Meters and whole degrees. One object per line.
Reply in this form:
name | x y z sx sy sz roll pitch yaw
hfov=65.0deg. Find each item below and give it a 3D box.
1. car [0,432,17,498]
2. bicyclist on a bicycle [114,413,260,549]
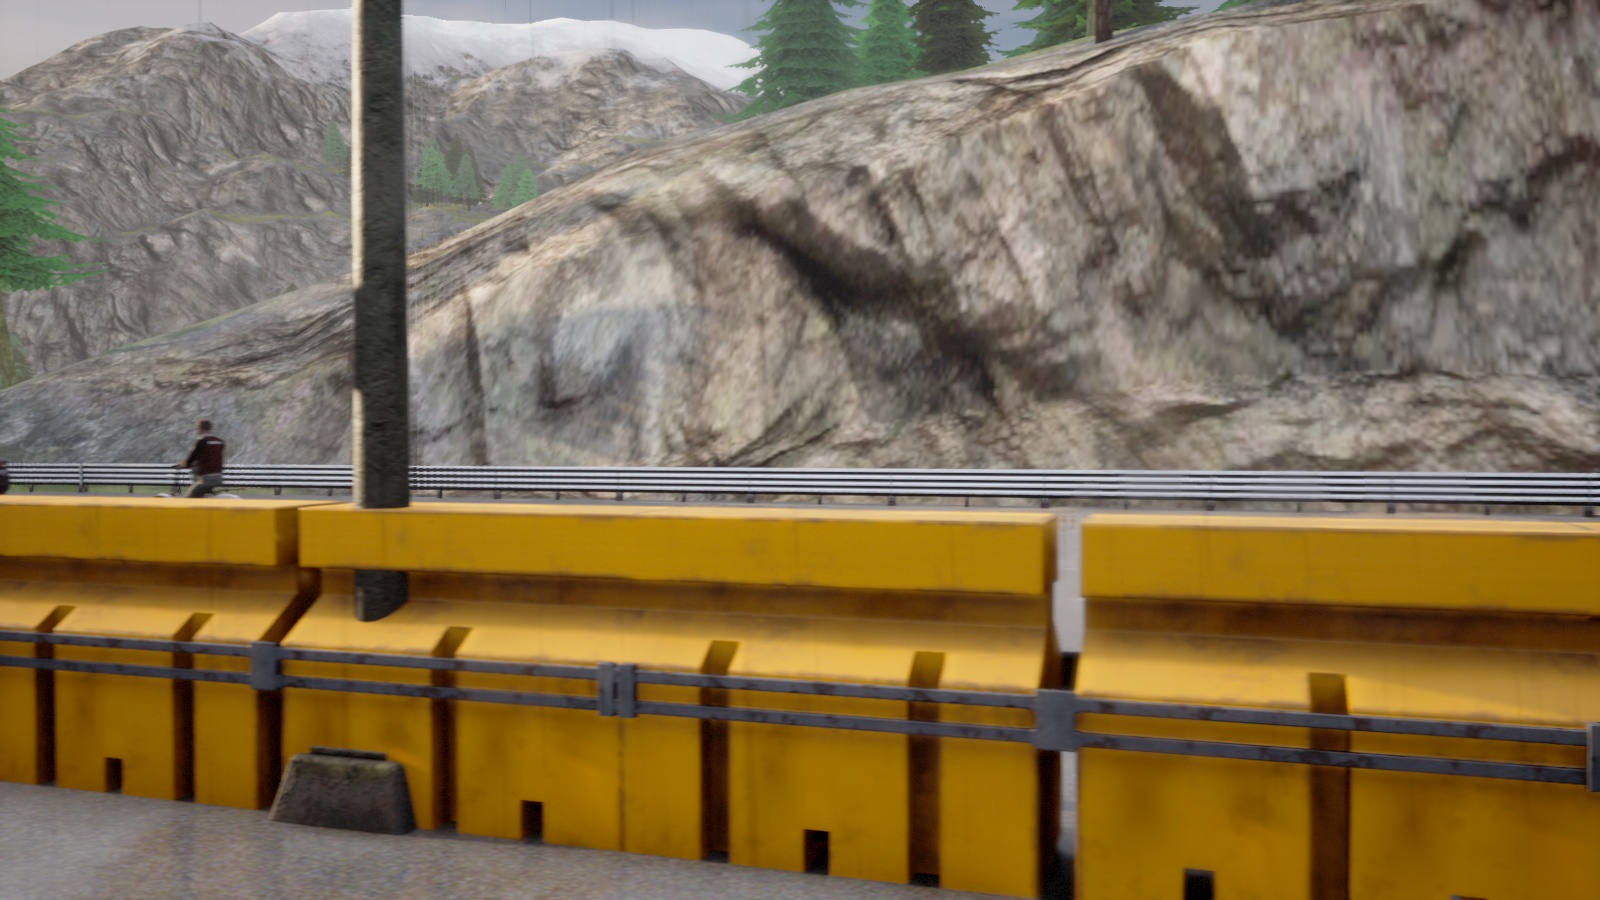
car | -19.890 0.318 27.928 4.193 1.474 1.816 1 1 15
bicyclist on a bicycle | -8.339 0.392 17.080 1.843 1.776 0.659 1 1 19
